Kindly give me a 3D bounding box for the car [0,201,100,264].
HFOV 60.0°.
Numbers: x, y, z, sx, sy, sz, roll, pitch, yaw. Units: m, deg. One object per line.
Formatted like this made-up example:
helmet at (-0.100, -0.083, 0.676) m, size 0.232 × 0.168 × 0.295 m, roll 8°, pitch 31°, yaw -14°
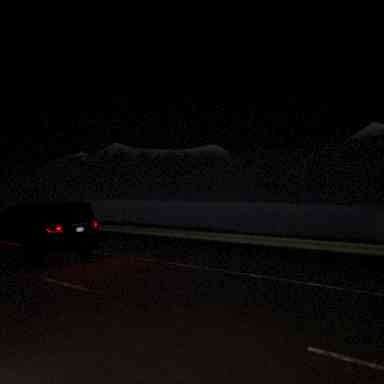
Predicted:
car at (-5.882, 1.368, 12.683) m, size 5.566 × 2.045 × 2.150 m, roll -1°, pitch 0°, yaw 37°
